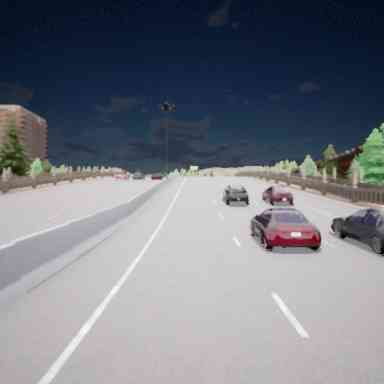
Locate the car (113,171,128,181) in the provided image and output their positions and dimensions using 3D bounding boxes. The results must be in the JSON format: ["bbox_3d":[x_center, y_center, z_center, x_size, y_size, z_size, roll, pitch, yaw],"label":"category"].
[{"bbox_3d":[-13.668,-3.161,63.983,2.097,1.767,4.553,0,5,1],"label":"car"}]

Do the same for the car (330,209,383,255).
[{"bbox_3d":[7.054,1.337,12.378,2.033,1.411,5.357,0,2,1],"label":"car"}]

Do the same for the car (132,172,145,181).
[{"bbox_3d":[-10.180,-2.981,63.613,1.837,1.490,4.892,0,5,1],"label":"car"}]

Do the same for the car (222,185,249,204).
[{"bbox_3d":[3.652,0.142,28.161,2.128,1.511,4.902,0,5,1],"label":"car"}]

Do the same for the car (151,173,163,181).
[{"bbox_3d":[-6.683,-2.871,63.448,1.895,1.301,4.718,0,5,1],"label":"car"}]

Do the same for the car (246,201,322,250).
[{"bbox_3d":[3.567,1.317,13.290,1.994,1.385,4.181,0,3,1],"label":"car"}]

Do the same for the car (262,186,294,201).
[{"bbox_3d":[7.149,0.198,27.874,1.812,1.442,4.674,0,5,1],"label":"car"}]
